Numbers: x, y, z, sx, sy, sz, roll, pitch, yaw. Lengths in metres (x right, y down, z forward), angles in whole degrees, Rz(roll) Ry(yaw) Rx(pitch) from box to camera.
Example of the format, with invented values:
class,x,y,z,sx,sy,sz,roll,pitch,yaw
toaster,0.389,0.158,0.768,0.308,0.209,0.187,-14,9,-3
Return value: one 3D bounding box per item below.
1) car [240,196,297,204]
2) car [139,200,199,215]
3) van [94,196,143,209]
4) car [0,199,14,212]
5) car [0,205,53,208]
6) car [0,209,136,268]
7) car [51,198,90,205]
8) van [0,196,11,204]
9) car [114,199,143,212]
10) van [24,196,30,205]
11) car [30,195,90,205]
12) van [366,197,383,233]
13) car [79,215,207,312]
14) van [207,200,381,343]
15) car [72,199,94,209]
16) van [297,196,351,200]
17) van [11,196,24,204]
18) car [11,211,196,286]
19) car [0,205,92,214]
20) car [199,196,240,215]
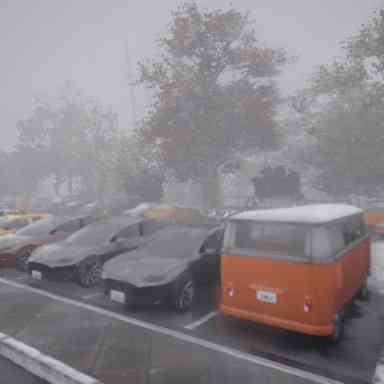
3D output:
class,x,y,z,sx,sy,sz,roll,pitch,yaw
car,5.469,1.260,20.316,2.435,2.045,5.566,0,0,36
car,-1.264,1.545,25.188,2.097,1.535,5.008,0,0,36
van,-5.792,1.343,28.597,1.878,1.987,4.442,0,0,36
car,-26.084,1.784,42.827,1.946,1.575,5.366,-1,-1,36
car,-8.979,1.550,14.641,2.231,1.521,4.892,0,0,36
car,-4.493,1.556,11.369,2.163,1.488,4.792,0,0,36
car,-10.258,1.591,31.660,2.097,1.535,5.008,0,0,36
van,-19.426,1.412,38.120,1.878,1.987,4.442,-1,0,36
car,-3.608,1.597,26.886,2.002,1.452,4.674,0,0,36
van,-14.786,1.389,35.069,1.878,1.987,4.442,0,0,36
car,-12.622,1.352,33.333,2.435,2.045,5.566,0,0,36
van,10.050,1.262,17.198,1.878,1.987,4.442,0,0,36
car,0.014,1.533,8.126,2.163,1.488,4.792,0,0,36
van,2.352,1.266,6.624,1.878,1.987,4.442,0,0,36
car,-8.007,1.620,30.044,2.002,1.452,4.674,0,0,36
van,7.665,1.274,18.627,1.878,1.987,4.442,0,0,36
van,-16.933,1.400,36.614,1.878,1.987,4.442,0,0,36
car,-2.239,1.544,9.747,2.163,1.488,4.792,0,0,36
car,-6.838,1.535,12.864,1.946,1.575,5.366,0,0,36
car,3.220,1.271,21.934,2.435,2.045,5.566,0,0,36
